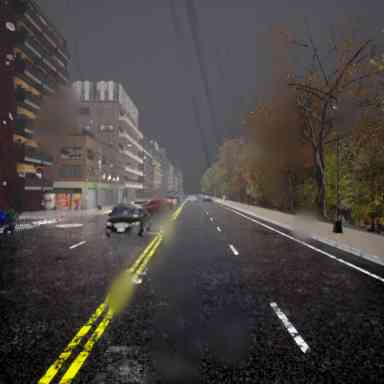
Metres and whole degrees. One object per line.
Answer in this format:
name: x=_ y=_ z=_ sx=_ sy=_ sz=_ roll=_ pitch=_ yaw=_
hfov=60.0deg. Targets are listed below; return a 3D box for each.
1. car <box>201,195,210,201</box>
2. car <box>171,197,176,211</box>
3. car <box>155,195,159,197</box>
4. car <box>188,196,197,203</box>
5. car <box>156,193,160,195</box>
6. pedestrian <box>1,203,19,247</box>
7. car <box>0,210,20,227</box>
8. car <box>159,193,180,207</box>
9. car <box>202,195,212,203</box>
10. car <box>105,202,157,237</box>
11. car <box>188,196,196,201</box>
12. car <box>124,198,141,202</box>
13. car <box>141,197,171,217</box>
car: x=3.270 y=1.472 z=80.198 sx=2.033 sy=1.411 sz=5.357 roll=0 pitch=0 yaw=0
car: x=-3.338 y=1.604 z=41.376 sx=1.895 sy=1.301 sz=4.718 roll=0 pitch=0 yaw=0
car: x=-6.576 y=1.610 z=55.591 sx=1.895 sy=1.301 sz=4.718 roll=0 pitch=0 yaw=0
car: x=0.017 y=1.603 z=70.229 sx=1.895 sy=1.301 sz=4.718 roll=0 pitch=0 yaw=0
car: x=-6.483 y=1.237 z=69.102 sx=2.150 sy=2.045 sz=5.566 roll=0 pitch=0 yaw=0
pedestrian: x=-7.388 y=1.294 z=13.458 sx=0.375 sy=1.860 sz=0.375 roll=0 pitch=0 yaw=0
car: x=-14.297 y=1.645 z=22.559 sx=5.008 sy=1.535 sz=1.882 roll=-1 pitch=0 yaw=4
car: x=-3.331 y=1.359 z=50.647 sx=2.097 sy=1.767 sz=4.553 roll=0 pitch=0 yaw=0
car: x=3.267 y=1.603 z=70.229 sx=1.895 sy=1.301 sz=4.718 roll=0 pitch=0 yaw=0
car: x=-3.355 y=1.526 z=18.149 sx=2.128 sy=1.511 sz=4.902 roll=0 pitch=0 yaw=0
car: x=0.019 y=1.527 z=80.229 sx=1.895 sy=1.301 sz=4.718 roll=0 pitch=0 yaw=0
car: x=-6.583 y=1.619 z=33.079 sx=1.895 sy=1.301 sz=4.718 roll=0 pitch=1 yaw=0
car: x=-3.348 y=1.507 z=31.719 sx=1.882 sy=1.535 sz=5.008 roll=0 pitch=0 yaw=0
